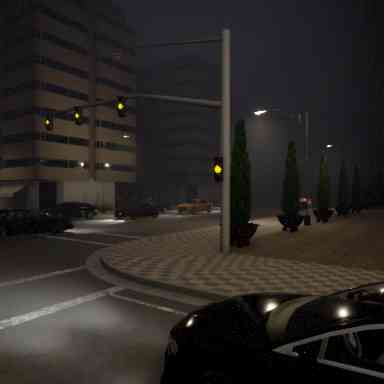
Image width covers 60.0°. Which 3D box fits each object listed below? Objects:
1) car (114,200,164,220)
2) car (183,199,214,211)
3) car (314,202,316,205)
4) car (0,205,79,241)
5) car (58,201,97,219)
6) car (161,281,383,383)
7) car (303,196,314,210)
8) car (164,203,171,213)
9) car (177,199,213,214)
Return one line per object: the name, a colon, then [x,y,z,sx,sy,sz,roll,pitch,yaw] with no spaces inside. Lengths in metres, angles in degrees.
car: [-4.757,1.619,29.005,1.994,1.385,4.181,0,0,35]
car: [0.940,1.619,43.107,1.994,1.385,4.181,0,0,36]
car: [20.317,1.407,58.463,2.097,1.767,4.553,0,0,32]
car: [-8.783,1.573,16.894,2.033,1.411,5.357,0,-1,35]
car: [-10.132,1.560,27.461,1.837,1.490,4.892,0,0,35]
car: [1.928,1.492,2.598,4.902,1.511,2.128,0,0,36]
car: [13.688,1.619,42.635,1.994,1.385,4.181,0,0,35]
car: [-4.511,1.603,35.418,2.033,1.411,5.357,0,0,35]
car: [0.394,1.533,36.293,1.882,1.535,5.008,0,0,35]
